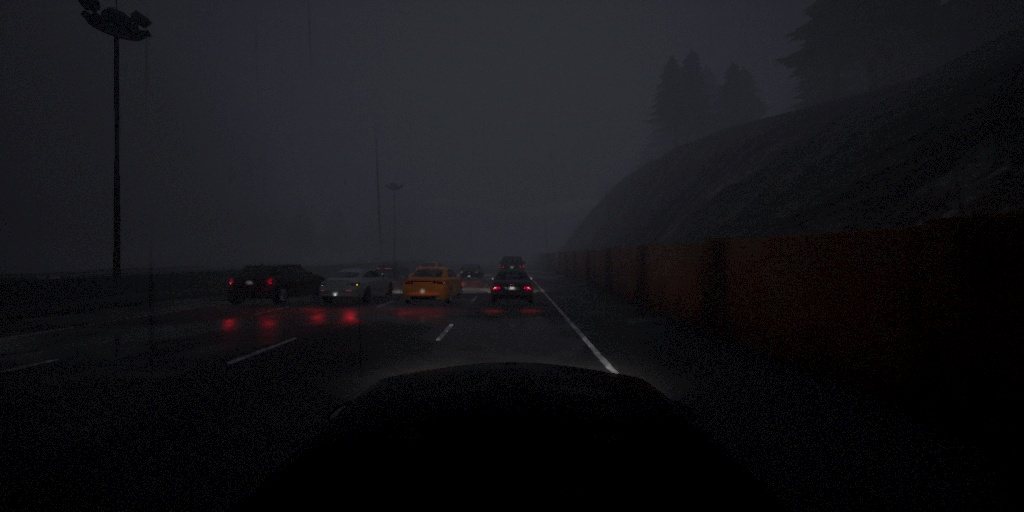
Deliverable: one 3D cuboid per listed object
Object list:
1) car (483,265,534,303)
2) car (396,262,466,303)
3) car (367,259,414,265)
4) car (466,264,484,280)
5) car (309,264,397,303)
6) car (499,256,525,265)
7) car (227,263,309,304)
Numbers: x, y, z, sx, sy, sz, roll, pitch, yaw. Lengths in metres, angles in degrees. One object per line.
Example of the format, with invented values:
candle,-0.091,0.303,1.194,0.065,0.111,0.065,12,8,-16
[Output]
car,0.000,1.310,16.500,2.033,1.411,5.357,0,0,0
car,-3.500,1.232,16.500,1.882,1.535,5.008,0,0,0
car,-10.500,1.242,31.500,2.128,1.511,4.902,0,0,0
car,-3.500,1.364,31.530,1.895,1.301,4.718,0,0,0
car,-7.000,1.280,16.500,1.812,1.442,4.674,0,0,0
car,0.000,1.005,31.530,2.150,2.045,5.566,0,0,0
car,-10.500,1.113,16.470,2.097,1.767,4.553,0,0,0
